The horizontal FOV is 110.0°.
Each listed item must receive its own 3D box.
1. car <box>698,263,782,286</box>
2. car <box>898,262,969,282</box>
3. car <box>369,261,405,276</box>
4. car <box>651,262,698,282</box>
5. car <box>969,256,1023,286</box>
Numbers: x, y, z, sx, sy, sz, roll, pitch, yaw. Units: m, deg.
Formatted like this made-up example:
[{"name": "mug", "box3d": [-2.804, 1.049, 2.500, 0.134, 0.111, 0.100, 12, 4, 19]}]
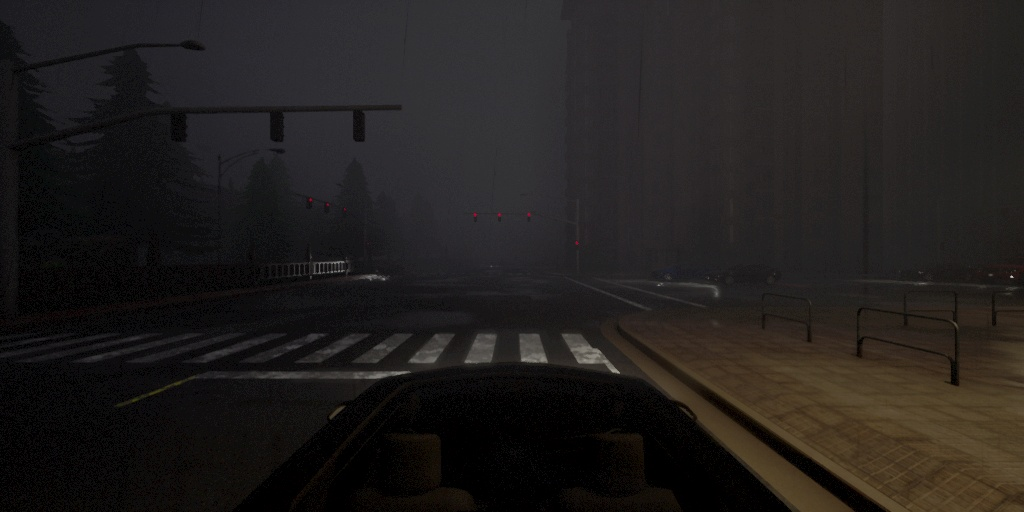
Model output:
[{"name": "car", "box3d": [16.451, 1.298, 25.642, 4.892, 1.490, 1.837, -1, 0, 0]}, {"name": "car", "box3d": [34.530, 1.272, 29.204, 5.008, 1.535, 1.882, 0, 0, 0]}, {"name": "car", "box3d": [-13.180, 1.247, 37.945, 1.895, 1.301, 4.718, 5, 1, 6]}, {"name": "car", "box3d": [13.882, 1.272, 29.125, 5.008, 1.535, 1.882, 0, 0, 0]}, {"name": "car", "box3d": [37.068, 1.021, 25.698, 5.566, 2.045, 2.150, 0, 0, 0]}]
